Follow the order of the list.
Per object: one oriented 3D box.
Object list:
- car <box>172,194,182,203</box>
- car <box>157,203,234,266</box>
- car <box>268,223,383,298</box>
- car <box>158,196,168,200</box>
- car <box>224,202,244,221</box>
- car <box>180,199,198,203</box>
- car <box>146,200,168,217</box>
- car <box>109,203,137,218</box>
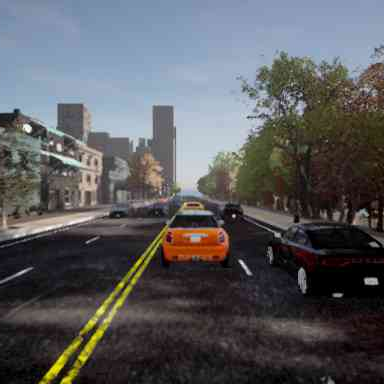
[{"bbox_3d":[-3.257,1.562,74.574,2.150,2.045,5.566,0,0,0],"label":"car"},{"bbox_3d":[0.102,1.427,11.941,2.097,1.767,4.553,0,0,0],"label":"car"},{"bbox_3d":[3.351,1.532,8.693,1.882,1.535,5.008,0,0,0],"label":"car"},{"bbox_3d":[-6.504,1.712,74.185,2.097,1.767,4.553,0,0,0],"label":"car"},{"bbox_3d":[3.354,1.685,29.061,1.837,1.490,4.892,0,0,0],"label":"car"},{"bbox_3d":[0.104,1.667,30.543,1.882,1.535,5.008,0,0,0],"label":"car"},{"bbox_3d":[-3.340,1.770,33.229,1.994,1.385,4.181,0,0,0],"label":"car"},{"bbox_3d":[-6.591,1.747,32.337,2.033,1.411,5.357,0,0,0],"label":"car"}]
